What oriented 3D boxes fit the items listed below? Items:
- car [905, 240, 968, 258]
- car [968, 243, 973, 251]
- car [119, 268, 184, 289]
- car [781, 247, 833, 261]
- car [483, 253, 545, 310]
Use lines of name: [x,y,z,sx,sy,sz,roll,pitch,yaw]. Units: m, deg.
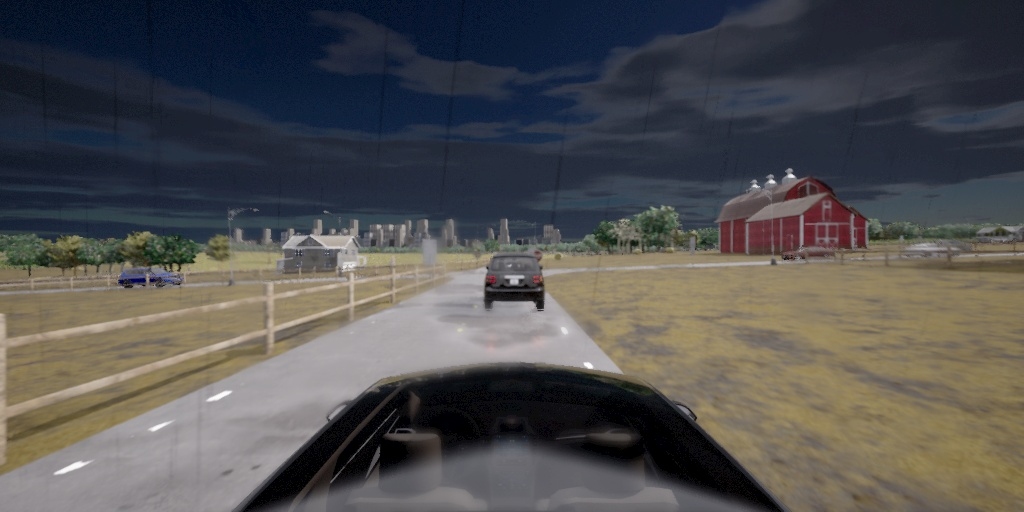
car: [44.173,-0.564,37.697,4.674,1.442,1.812,-2,0,0]
car: [49.063,-1.063,40.499,4.181,1.385,1.994,-2,0,0]
car: [-37.668,2.264,37.567,5.566,2.045,2.150,-2,0,0]
car: [33.255,-0.236,40.570,5.008,1.535,1.882,-2,0,0]
car: [0.099,0.914,14.396,2.150,2.045,5.566,0,0,1]
